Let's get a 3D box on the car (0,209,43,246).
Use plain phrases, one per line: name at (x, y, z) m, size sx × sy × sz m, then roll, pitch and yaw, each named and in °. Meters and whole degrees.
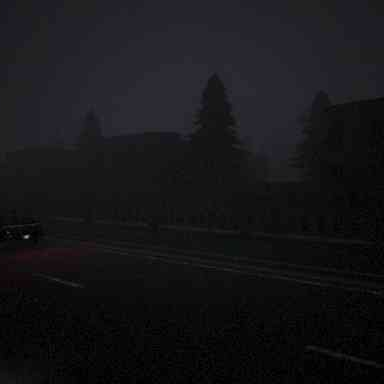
car at (-8.269, 1.492, 14.066) m, size 4.902 × 1.511 × 2.128 m, roll 0°, pitch 0°, yaw 36°
